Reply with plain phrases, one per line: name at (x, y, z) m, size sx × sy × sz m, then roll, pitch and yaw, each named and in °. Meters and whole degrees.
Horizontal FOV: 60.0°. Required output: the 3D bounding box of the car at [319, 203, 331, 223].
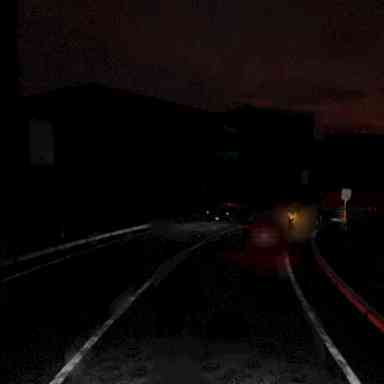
car at (10.264, 1.668, 27.848) m, size 1.837 × 1.490 × 4.892 m, roll 4°, pitch 1°, yaw 36°

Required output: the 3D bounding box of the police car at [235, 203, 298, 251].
police car at (3.430, 1.443, 14.501) m, size 1.930 × 1.638 × 5.238 m, roll 2°, pitch 0°, yaw 18°

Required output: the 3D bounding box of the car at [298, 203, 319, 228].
car at (7.290, 1.543, 23.227) m, size 1.801 × 1.575 × 5.366 m, roll 3°, pitch 1°, yaw 29°

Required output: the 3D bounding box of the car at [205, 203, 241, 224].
car at (2.738, 1.491, 24.285) m, size 1.895 × 1.301 × 4.718 m, roll 3°, pitch 1°, yaw 28°

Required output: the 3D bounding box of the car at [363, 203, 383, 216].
car at (23.635, 2.153, 41.528) m, size 5.357 × 1.411 × 2.033 m, roll 2°, pitch 3°, yaw -31°
